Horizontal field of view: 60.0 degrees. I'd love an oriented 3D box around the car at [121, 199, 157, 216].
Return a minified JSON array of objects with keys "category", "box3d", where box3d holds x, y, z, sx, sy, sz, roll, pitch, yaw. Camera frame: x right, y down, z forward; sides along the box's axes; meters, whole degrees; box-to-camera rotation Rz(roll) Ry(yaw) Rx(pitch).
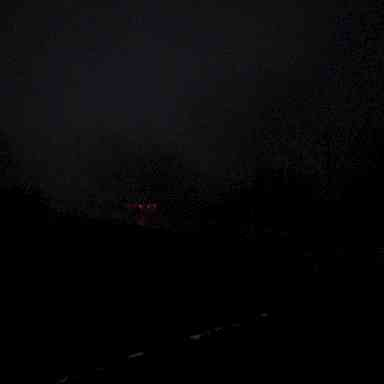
[{"category":"car","box3d":[-5.419,1.455,33.515,2.097,1.767,4.553,1,-1,-36]}]
